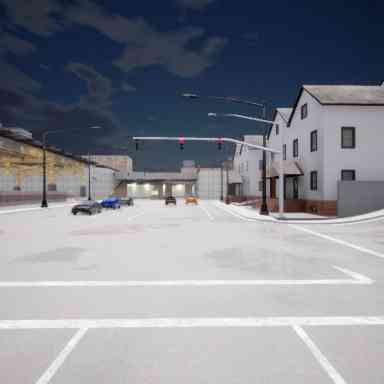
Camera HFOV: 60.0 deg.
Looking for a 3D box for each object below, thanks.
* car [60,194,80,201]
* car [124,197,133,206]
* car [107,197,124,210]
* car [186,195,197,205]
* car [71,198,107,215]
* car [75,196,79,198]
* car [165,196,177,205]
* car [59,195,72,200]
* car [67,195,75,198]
[{"bbox_3d":[-32.742,1.452,89.535,2.038,1.542,4.974,0,0,28],"label":"car"},{"bbox_3d":[-10.752,1.526,54.295,1.812,1.442,4.674,0,0,0],"label":"car"},{"bbox_3d":[-10.730,1.478,44.021,1.882,1.535,5.008,0,0,0],"label":"car"},{"bbox_3d":[-0.082,1.352,60.479,2.097,1.767,4.553,0,0,0],"label":"car"},{"bbox_3d":[-10.704,1.547,34.298,2.033,1.411,5.357,0,0,0],"label":"car"},{"bbox_3d":[-32.767,1.295,89.490,1.853,1.218,4.536,0,0,28],"label":"car"},{"bbox_3d":[-3.677,1.505,58.535,1.837,1.490,4.892,0,0,0],"label":"car"},{"bbox_3d":[-31.967,1.295,84.213,1.853,1.218,4.536,0,0,-37],"label":"car"},{"bbox_3d":[-31.936,1.452,84.171,2.038,1.542,4.974,0,0,-37],"label":"car"}]
